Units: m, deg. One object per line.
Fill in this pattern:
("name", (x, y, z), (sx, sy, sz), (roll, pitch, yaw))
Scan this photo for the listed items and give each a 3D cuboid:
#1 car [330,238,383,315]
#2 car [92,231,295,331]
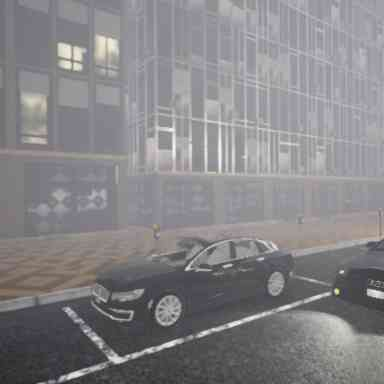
("car", (4.701, 1.515, 6.737), (4.181, 1.385, 1.994), (0, 0, -36))
("car", (0.238, 1.525, 6.735), (4.403, 1.369, 2.008), (0, 0, -36))
